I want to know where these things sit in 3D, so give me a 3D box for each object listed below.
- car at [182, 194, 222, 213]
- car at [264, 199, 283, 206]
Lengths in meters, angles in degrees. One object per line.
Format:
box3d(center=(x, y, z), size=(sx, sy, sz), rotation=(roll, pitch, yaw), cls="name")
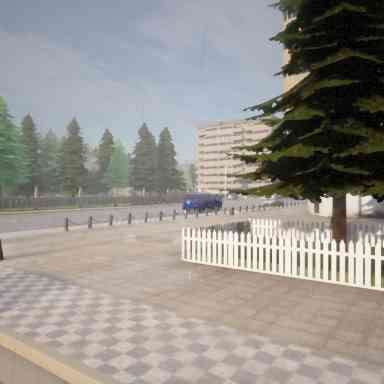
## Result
box3d(center=(1.205, 1.221, 36.705), size=(2.150, 2.045, 5.566), rotation=(0, 0, 36), cls="car")
box3d(center=(13.317, 1.601, 53.624), size=(1.895, 1.301, 4.718), rotation=(0, 0, 36), cls="car")
